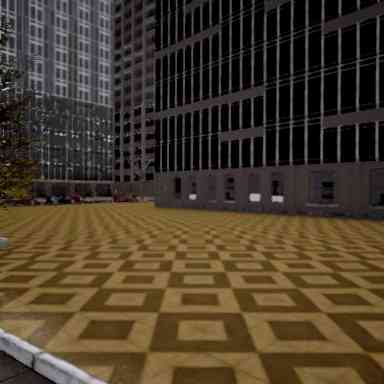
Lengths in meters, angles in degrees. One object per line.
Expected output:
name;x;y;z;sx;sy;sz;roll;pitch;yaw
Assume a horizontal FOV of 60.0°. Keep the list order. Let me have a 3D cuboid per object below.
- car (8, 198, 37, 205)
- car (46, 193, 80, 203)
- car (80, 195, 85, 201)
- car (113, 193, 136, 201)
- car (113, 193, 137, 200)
car;-23.829;1.005;46.338;1.967;1.590;4.097;1;1;45
car;-19.850;1.081;50.404;1.947;1.339;4.313;1;1;45
car;-21.799;0.937;60.418;1.887;1.381;4.507;1;1;45
car;-11.857;0.998;58.500;1.802;1.307;4.206;1;1;45
car;-13.754;0.860;68.460;1.947;1.339;4.313;1;1;45
